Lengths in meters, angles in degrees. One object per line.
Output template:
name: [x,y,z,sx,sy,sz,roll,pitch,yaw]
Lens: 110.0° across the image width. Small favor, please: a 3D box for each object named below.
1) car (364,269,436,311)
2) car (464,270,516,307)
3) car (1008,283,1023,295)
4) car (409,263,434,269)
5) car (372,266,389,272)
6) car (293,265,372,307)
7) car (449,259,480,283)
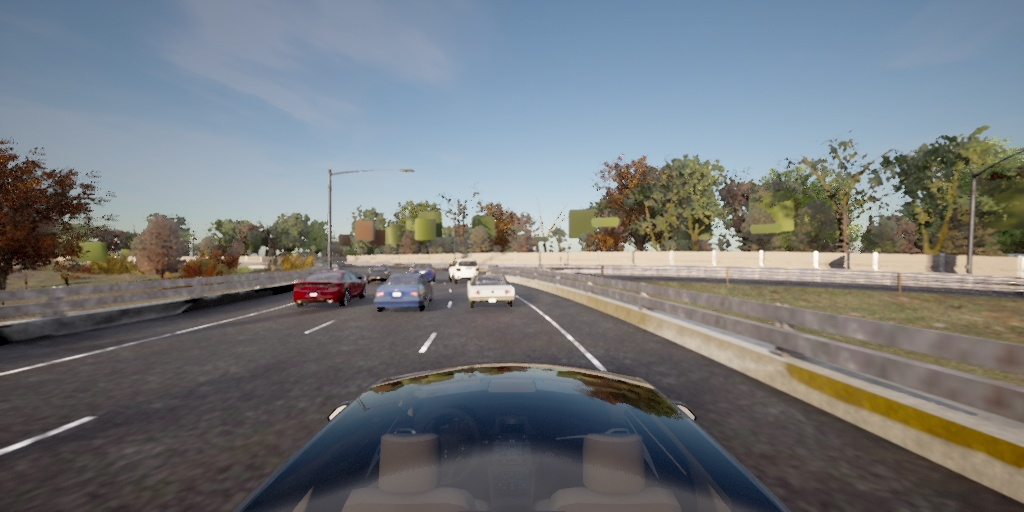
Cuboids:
car: [-4.457,1.445,15.318,2.033,1.411,5.357,0,-1,-8]
car: [-1.095,1.507,16.460,1.895,1.301,4.718,0,-1,-8]
car: [39.066,2.045,25.476,4.553,1.767,2.097,3,1,28]
car: [-7.906,1.423,31.584,2.097,1.767,4.553,0,-1,-17]
car: [-11.303,1.559,30.741,2.128,1.511,4.902,0,0,-17]
car: [-8.198,1.392,16.578,1.882,1.535,5.008,0,0,-9]
car: [-4.272,1.294,31.704,2.150,2.045,5.566,0,0,-16]
